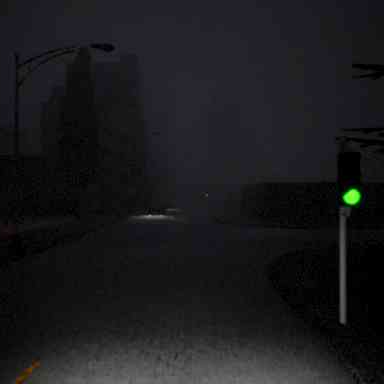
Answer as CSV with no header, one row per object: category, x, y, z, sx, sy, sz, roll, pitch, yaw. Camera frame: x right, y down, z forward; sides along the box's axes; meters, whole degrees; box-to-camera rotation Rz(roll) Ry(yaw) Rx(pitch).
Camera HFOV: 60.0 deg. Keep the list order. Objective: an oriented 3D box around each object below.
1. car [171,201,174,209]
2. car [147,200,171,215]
car,-4.013,2.029,54.946,1.812,1.442,4.674,0,-1,1
car,-4.052,1.909,39.367,2.033,1.411,5.357,0,-1,0
